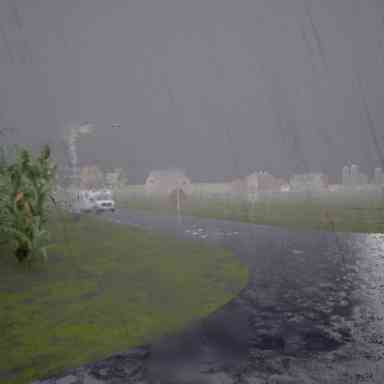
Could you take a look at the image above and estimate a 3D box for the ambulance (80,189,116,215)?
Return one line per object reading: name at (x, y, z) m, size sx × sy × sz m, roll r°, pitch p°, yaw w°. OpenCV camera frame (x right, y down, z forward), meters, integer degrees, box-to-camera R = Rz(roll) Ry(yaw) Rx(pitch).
ambulance at (-9.811, 0.945, 34.584) m, size 2.351 × 2.431 × 6.366 m, roll -2°, pitch 1°, yaw -31°
